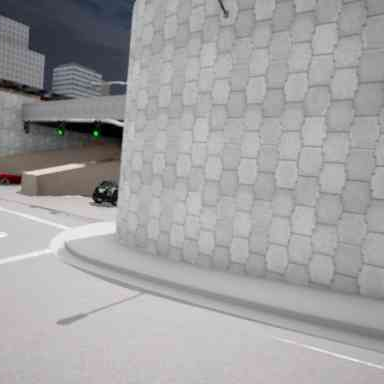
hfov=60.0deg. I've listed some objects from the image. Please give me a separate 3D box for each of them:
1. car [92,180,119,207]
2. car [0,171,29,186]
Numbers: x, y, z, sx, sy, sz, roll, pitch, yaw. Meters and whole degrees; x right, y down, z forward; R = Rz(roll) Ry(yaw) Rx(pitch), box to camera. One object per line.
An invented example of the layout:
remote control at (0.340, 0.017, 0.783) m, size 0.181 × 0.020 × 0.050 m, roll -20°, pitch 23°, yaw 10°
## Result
car at (-4.617, -0.010, 23.299) m, size 2.097 × 1.767 × 4.553 m, roll 8°, pitch 5°, yaw 36°
car at (-15.960, -1.293, 30.608) m, size 1.895 × 1.301 × 4.718 m, roll 8°, pitch 5°, yaw 34°
